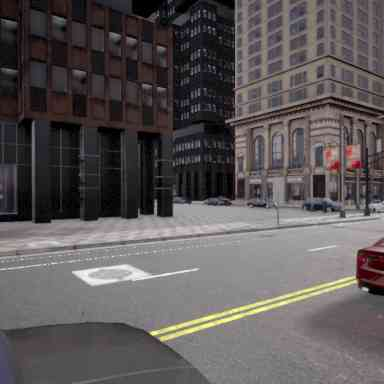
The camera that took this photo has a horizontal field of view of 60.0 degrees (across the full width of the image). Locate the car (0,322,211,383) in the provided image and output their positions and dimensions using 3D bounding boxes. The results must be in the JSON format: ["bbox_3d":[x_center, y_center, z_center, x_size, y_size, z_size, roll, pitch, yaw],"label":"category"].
[{"bbox_3d":[-2.334,1.547,1.779,5.357,1.411,2.033,0,0,-35],"label":"car"}]

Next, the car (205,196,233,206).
[{"bbox_3d":[4.623,1.533,58.052,2.128,1.511,4.902,0,0,-35],"label":"car"}]

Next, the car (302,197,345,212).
[{"bbox_3d":[14.948,1.376,37.897,2.097,1.767,4.553,0,0,-35],"label":"car"}]

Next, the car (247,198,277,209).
[{"bbox_3d":[9.673,1.525,45.363,2.128,1.511,4.902,0,0,-35],"label":"car"}]

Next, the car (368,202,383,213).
[{"bbox_3d":[20.977,1.532,35.228,4.674,1.442,1.812,0,1,40],"label":"car"}]

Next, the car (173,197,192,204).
[{"bbox_3d":[-2.128,1.608,62.138,2.033,1.411,5.357,0,0,-35],"label":"car"}]

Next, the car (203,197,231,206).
[{"bbox_3d":[3.982,1.593,53.429,2.033,1.411,5.357,0,0,-35],"label":"car"}]

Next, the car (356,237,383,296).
[{"bbox_3d":[5.681,1.477,7.494,5.008,1.535,1.882,0,0,-36],"label":"car"}]
